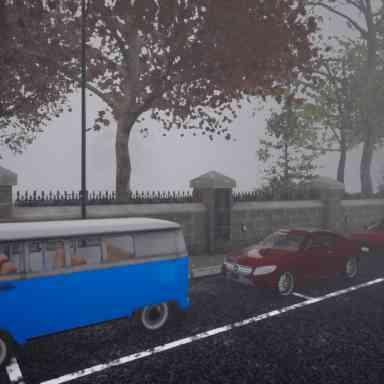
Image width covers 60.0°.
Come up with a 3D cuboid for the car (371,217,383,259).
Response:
[{"bbox_3d":[7.232,1.545,11.686,4.507,1.381,1.887,0,0,-35],"label":"car"}]

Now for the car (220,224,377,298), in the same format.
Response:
[{"bbox_3d":[2.641,1.582,8.426,4.206,1.307,1.802,0,0,-35],"label":"car"}]

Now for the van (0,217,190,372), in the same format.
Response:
[{"bbox_3d":[-1.950,1.341,5.166,3.998,1.788,1.690,0,0,-35],"label":"van"}]
